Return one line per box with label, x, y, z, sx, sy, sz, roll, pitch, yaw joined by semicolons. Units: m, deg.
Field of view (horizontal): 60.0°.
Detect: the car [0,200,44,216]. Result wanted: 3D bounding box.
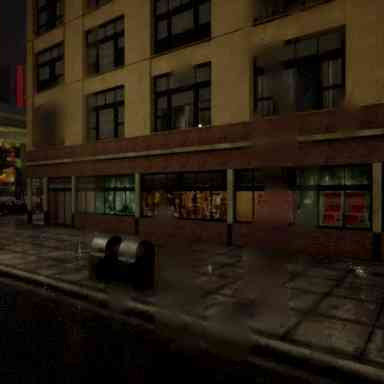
car;-17.032;1.484;32.692;2.128;1.511;4.902;0;0;36
